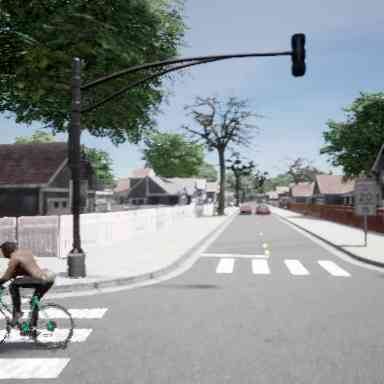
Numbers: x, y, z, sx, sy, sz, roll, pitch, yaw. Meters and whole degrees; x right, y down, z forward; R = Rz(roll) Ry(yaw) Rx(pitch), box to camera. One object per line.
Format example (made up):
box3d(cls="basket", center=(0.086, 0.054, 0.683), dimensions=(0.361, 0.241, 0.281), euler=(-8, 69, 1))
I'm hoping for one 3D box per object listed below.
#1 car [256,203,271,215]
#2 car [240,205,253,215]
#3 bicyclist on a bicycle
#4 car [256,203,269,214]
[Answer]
box3d(cls="car", center=(11.363, 2.903, 52.537), dimensions=(1.994, 1.385, 4.181), euler=(-1, -2, 11))
box3d(cls="car", center=(8.663, 2.851, 53.253), dimensions=(1.882, 1.535, 5.008), euler=(-1, -2, 10))
box3d(cls="bicyclist on a bicycle", center=(-2.605, 1.571, 5.031), dimensions=(1.656, 1.620, 0.582), euler=(-1, -1, 1))
box3d(cls="car", center=(12.441, 2.851, 58.907), dimensions=(2.097, 1.767, 4.553), euler=(-1, -2, 10))
